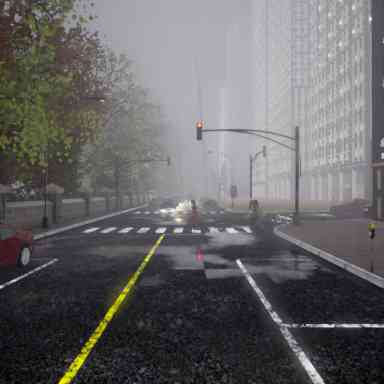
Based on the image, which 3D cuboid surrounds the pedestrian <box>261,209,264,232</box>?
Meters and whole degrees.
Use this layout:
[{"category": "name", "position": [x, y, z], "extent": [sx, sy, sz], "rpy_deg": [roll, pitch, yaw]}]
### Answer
[{"category": "pedestrian", "position": [3.649, 1.299, 18.550], "extent": [0.375, 1.860, 0.375], "rpy_deg": [0, 0, 0]}]

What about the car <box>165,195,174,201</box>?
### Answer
[{"category": "car", "position": [-5.708, 1.521, 86.018], "extent": [1.967, 1.590, 4.097], "rpy_deg": [0, 0, 0]}]

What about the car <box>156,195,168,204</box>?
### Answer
[{"category": "car", "position": [-5.703, 1.485, 63.490], "extent": [1.967, 1.590, 4.097], "rpy_deg": [0, 0, 0]}]

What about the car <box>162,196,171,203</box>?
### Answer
[{"category": "car", "position": [-5.706, 1.586, 74.585], "extent": [1.752, 1.417, 4.829], "rpy_deg": [0, 0, 0]}]

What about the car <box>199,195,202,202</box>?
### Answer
[{"category": "car", "position": [2.678, 1.604, 57.859], "extent": [1.947, 1.339, 4.313], "rpy_deg": [0, 0, 0]}]

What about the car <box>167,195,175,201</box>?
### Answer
[{"category": "car", "position": [-5.711, 1.636, 91.651], "extent": [1.887, 1.381, 4.507], "rpy_deg": [0, 0, 0]}]

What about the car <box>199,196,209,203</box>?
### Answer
[{"category": "car", "position": [2.675, 1.606, 74.757], "extent": [1.887, 1.381, 4.507], "rpy_deg": [0, 0, 0]}]

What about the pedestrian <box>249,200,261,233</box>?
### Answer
[{"category": "pedestrian", "position": [3.372, 1.299, 17.950], "extent": [0.375, 1.860, 0.375], "rpy_deg": [0, 0, 0]}]

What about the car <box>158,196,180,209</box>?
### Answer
[{"category": "car", "position": [-3.100, 1.589, 44.954], "extent": [1.994, 1.385, 4.181], "rpy_deg": [0, 0, 0]}]

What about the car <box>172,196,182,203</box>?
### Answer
[{"category": "car", "position": [-3.019, 1.578, 69.056], "extent": [1.812, 1.442, 4.674], "rpy_deg": [0, 0, 0]}]

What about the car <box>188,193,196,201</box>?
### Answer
[{"category": "car", "position": [-0.020, 1.177, 83.910], "extent": [2.150, 2.045, 5.566], "rpy_deg": [0, 0, 0]}]

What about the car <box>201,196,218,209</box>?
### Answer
[{"category": "car", "position": [2.680, 1.592, 46.594], "extent": [1.947, 1.339, 4.313], "rpy_deg": [0, 0, 0]}]

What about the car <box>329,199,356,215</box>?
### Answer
[{"category": "car", "position": [14.599, 1.308, 29.806], "extent": [4.181, 1.385, 1.994], "rpy_deg": [-1, 0, 0]}]

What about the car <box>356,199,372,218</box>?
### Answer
[{"category": "car", "position": [14.668, 1.282, 24.005], "extent": [4.313, 1.339, 1.947], "rpy_deg": [-1, 1, 0]}]

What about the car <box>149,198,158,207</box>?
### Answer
[{"category": "car", "position": [-5.701, 1.613, 52.224], "extent": [1.802, 1.307, 4.206], "rpy_deg": [0, 0, 0]}]

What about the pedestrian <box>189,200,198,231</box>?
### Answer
[{"category": "pedestrian", "position": [0.112, 1.299, 19.149], "extent": [0.375, 1.860, 0.375], "rpy_deg": [0, 0, 0]}]

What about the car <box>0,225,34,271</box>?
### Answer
[{"category": "car", "position": [-5.819, 1.546, 8.673], "extent": [1.887, 1.381, 4.507], "rpy_deg": [0, 0, 0]}]

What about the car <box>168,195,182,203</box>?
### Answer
[{"category": "car", "position": [-3.098, 1.526, 55.168], "extent": [2.128, 1.511, 4.902], "rpy_deg": [0, 0, 0]}]

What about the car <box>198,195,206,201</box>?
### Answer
[{"category": "car", "position": [2.670, 1.642, 91.653], "extent": [2.008, 1.369, 4.403], "rpy_deg": [0, 0, 0]}]

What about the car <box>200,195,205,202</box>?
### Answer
[{"category": "car", "position": [2.679, 1.597, 52.226], "extent": [1.947, 1.339, 4.313], "rpy_deg": [0, 0, 0]}]

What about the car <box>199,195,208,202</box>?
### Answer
[{"category": "car", "position": [2.673, 1.511, 80.389], "extent": [1.967, 1.590, 4.097], "rpy_deg": [0, 0, 0]}]

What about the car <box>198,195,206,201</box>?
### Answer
[{"category": "car", "position": [2.672, 1.521, 86.020], "extent": [1.967, 1.590, 4.097], "rpy_deg": [0, 0, 0]}]

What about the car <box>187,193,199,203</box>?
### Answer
[{"category": "car", "position": [-0.017, 1.590, 73.463], "extent": [2.033, 1.411, 5.357], "rpy_deg": [0, 0, 0]}]
